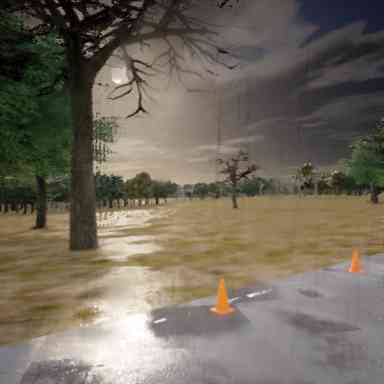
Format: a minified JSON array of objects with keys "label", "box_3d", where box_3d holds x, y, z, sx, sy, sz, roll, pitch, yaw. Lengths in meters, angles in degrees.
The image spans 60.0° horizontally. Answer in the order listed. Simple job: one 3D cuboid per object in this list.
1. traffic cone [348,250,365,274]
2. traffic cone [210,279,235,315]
[{"label":"traffic cone","box_3d":[4.562,1.921,9.246,0.340,0.580,0.340,0,0,-37]},{"label":"traffic cone","box_3d":[0.582,1.945,6.280,0.340,0.580,0.340,0,0,-36]}]
